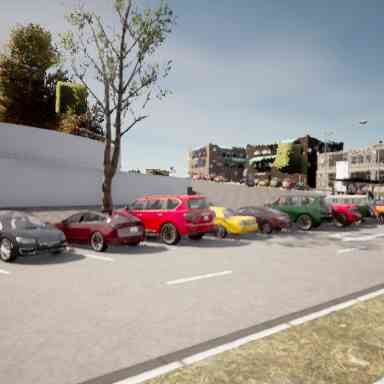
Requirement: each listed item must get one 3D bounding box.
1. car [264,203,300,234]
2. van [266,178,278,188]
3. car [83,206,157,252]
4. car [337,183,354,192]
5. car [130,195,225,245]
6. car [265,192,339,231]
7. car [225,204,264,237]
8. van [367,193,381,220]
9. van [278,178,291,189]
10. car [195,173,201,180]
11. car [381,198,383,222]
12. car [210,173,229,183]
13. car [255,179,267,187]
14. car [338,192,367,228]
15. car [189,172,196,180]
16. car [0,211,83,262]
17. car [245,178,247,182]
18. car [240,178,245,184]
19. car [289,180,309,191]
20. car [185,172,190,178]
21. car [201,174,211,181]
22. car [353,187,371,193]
[{"bbox_3d":[3.305,1.502,18.846,4.674,1.452,2.002,-1,-1,35],"label":"car"},{"bbox_3d":[17.704,-1.814,68.910,1.878,1.987,4.442,7,4,35],"label":"van"},{"bbox_3d":[-4.067,1.475,13.648,4.792,1.488,2.163,-1,-1,35],"label":"car"},{"bbox_3d":[26.400,-0.470,56.690,2.435,2.045,5.566,7,3,35],"label":"car"},{"bbox_3d":[-1.622,1.200,15.392,5.566,2.045,2.435,-1,-1,35],"label":"car"},{"bbox_3d":[5.733,1.216,20.603,5.566,2.045,2.435,-1,-1,35],"label":"car"},{"bbox_3d":[0.698,1.455,17.219,5.366,1.575,1.946,-1,-1,35],"label":"car"},{"bbox_3d":[10.785,1.252,23.977,4.442,1.987,1.878,-1,-1,35],"label":"van"},{"bbox_3d":[19.432,-1.540,66.439,1.878,1.987,4.442,7,4,35],"label":"van"},{"bbox_3d":[3.810,-3.909,88.662,2.185,1.767,4.553,6,3,34],"label":"car"},{"bbox_3d":[13.195,1.359,25.727,4.553,1.767,2.185,-1,-1,35],"label":"car"},{"bbox_3d":[7.454,-3.233,83.936,1.946,1.575,5.366,7,3,34],"label":"car"},{"bbox_3d":[16.130,-1.863,71.642,1.946,1.575,5.366,7,3,35],"label":"car"},{"bbox_3d":[8.246,1.222,22.308,5.566,2.045,2.435,-1,-1,35],"label":"car"},{"bbox_3d":[2.080,-4.145,91.132,2.185,1.767,4.553,4,1,33],"label":"car"},{"bbox_3d":[-6.487,1.444,11.902,4.892,1.521,2.231,-1,-1,35],"label":"car"},{"bbox_3d":[14.299,-2.096,73.963,2.002,1.452,4.674,7,4,35],"label":"car"},{"bbox_3d":[12.557,-2.370,76.425,2.002,1.452,4.674,7,3,35],"label":"car"},{"bbox_3d":[21.192,-1.040,64.076,2.231,1.521,4.892,7,3,35],"label":"car"},{"bbox_3d":[0.309,-4.423,93.480,2.435,2.045,5.566,1,-1,34],"label":"car"},{"bbox_3d":[5.603,-3.756,86.196,2.435,2.045,5.566,7,3,34],"label":"car"},{"bbox_3d":[28.091,0.093,54.217,2.002,1.452,4.674,7,3,35],"label":"car"}]
